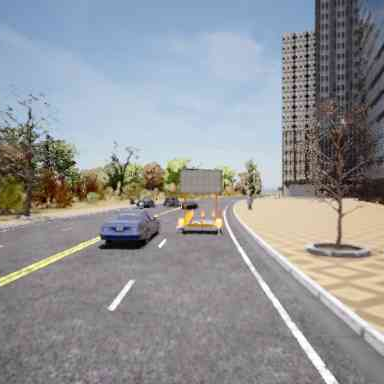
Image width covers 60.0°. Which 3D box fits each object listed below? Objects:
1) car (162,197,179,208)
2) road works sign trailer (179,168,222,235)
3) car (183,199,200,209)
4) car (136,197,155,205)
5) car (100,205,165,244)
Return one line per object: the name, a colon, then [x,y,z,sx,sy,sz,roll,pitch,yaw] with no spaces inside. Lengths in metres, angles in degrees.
car: [-3.074,1.521,49.502,1.837,1.490,4.892,0,-1,8]
road works sign trailer: [0.505,0.472,18.842,2.380,3.560,2.880,0,0,4]
car: [-0.079,1.580,46.126,1.994,1.385,4.181,0,0,7]
car: [-6.590,1.502,47.764,2.128,1.511,4.902,0,0,8]
car: [-2.782,1.551,15.958,2.033,1.411,5.357,0,0,3]
